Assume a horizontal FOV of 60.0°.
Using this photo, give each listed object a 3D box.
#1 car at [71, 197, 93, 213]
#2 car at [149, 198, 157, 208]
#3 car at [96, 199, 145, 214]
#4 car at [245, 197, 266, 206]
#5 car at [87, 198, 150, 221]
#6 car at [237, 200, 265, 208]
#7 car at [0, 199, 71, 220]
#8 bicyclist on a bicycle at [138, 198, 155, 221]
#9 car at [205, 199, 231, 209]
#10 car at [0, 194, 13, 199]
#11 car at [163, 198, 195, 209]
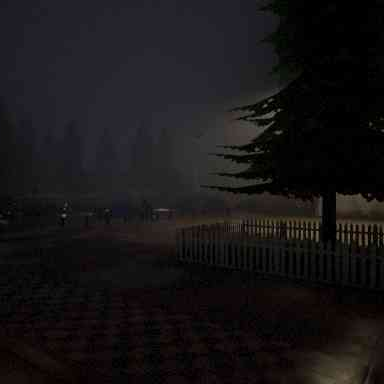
[{"bbox_3d":[-12.549,1.352,36.406,2.097,1.767,4.553,0,0,36],"label":"car"},{"bbox_3d":[-6.605,1.526,44.741,1.812,1.442,4.674,0,0,36],"label":"car"},{"bbox_3d":[-7.817,1.547,37.015,2.033,1.411,5.357,0,0,35],"label":"car"},{"bbox_3d":[10.924,1.564,56.952,1.994,1.385,4.181,0,0,35],"label":"car"},{"bbox_3d":[-5.907,1.525,27.318,1.812,1.442,4.674,0,0,35],"label":"car"},{"bbox_3d":[8.385,1.547,47.357,2.033,1.411,5.357,0,0,35],"label":"car"},{"bbox_3d":[-13.661,1.547,28.817,2.033,1.411,5.357,0,0,35],"label":"car"},{"bbox_3d":[-3.355,1.302,24.352,1.656,1.620,0.582,0,0,35],"label":"bicyclist on a bicycle"},{"bbox_3d":[3.668,1.503,46.766,1.837,1.490,4.892,0,-1,35],"label":"car"},{"bbox_3d":[-18.148,1.222,28.551,2.150,2.045,5.566,0,0,35],"label":"car"},{"bbox_3d":[-1.650,1.547,45.645,2.033,1.411,5.357,0,0,36],"label":"car"}]
